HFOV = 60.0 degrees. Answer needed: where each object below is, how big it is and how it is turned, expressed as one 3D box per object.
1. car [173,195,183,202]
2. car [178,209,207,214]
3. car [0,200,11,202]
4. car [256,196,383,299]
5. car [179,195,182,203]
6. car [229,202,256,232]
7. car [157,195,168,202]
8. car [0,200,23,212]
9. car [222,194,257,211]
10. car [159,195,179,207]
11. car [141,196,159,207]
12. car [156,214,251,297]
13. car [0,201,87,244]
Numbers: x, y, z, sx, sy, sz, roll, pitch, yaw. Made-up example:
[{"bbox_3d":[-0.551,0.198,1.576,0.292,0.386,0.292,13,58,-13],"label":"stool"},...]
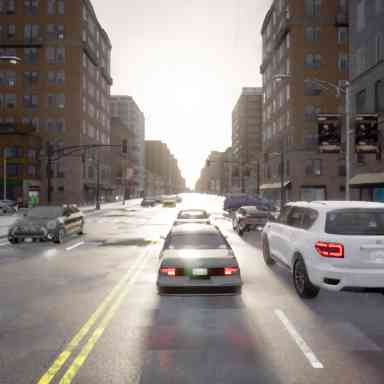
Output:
[{"bbox_3d":[-3.321,1.521,79.839,2.033,1.411,5.357,0,0,0],"label":"car"},{"bbox_3d":[0.069,1.602,18.426,1.895,1.301,4.718,0,0,2],"label":"car"},{"bbox_3d":[-19.740,1.485,32.793,4.902,1.511,2.128,0,0,0],"label":"car"},{"bbox_3d":[3.342,1.222,8.598,2.150,2.045,5.566,0,0,0],"label":"car"},{"bbox_3d":[-3.319,1.556,68.287,1.994,1.385,4.181,0,0,0],"label":"car"},{"bbox_3d":[3.335,1.505,18.455,1.837,1.490,4.892,0,0,1],"label":"car"},{"bbox_3d":[-6.566,1.515,74.770,2.128,1.511,4.902,0,0,0],"label":"car"},{"bbox_3d":[-22.157,1.580,38.291,4.313,1.339,1.947,0,0,0],"label":"car"},{"bbox_3d":[5.791,1.224,33.631,5.566,2.045,2.150,0,1,15],"label":"car"},{"bbox_3d":[-3.390,1.476,50.442,1.882,1.535,5.008,0,1,0],"label":"car"},{"bbox_3d":[-6.640,1.502,50.679,1.837,1.490,4.892,0,0,0],"label":"car"},{"bbox_3d":[0.080,1.548,8.777,2.033,1.411,5.357,0,0,-2],"label":"car"},{"bbox_3d":[-6.613,1.352,15.677,2.097,1.767,4.553,0,0,0],"label":"car"}]
